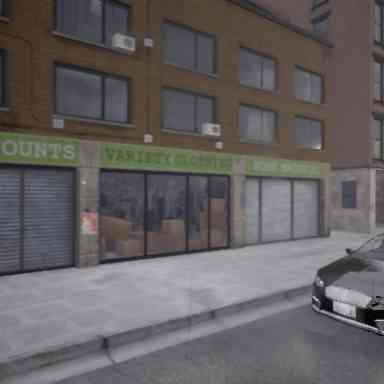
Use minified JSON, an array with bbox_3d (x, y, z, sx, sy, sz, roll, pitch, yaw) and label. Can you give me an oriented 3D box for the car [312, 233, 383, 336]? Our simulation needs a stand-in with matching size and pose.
[{"bbox_3d":[4.371,1.535,6.458,4.902,1.511,2.128,0,0,-34],"label":"car"}]
